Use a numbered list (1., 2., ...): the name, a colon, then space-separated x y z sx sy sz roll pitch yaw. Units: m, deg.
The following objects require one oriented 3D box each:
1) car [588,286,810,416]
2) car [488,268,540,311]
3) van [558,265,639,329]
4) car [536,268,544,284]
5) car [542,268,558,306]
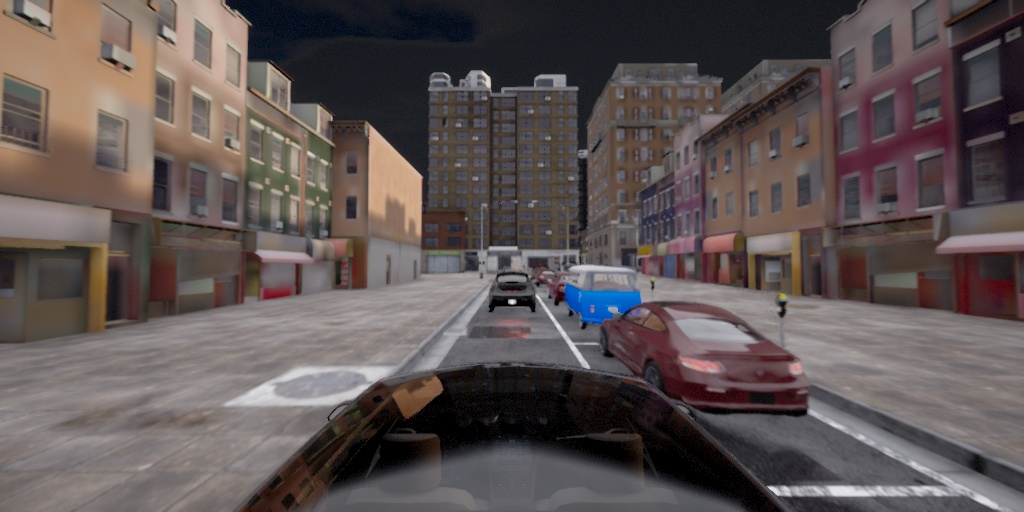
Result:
1. car: 2.642 1.378 5.865 1.802 1.307 4.207 0 0 0
2. car: 0.028 1.414 15.348 1.837 1.490 4.892 0 0 1
3. van: 2.645 1.199 11.303 1.690 1.789 3.998 0 0 0
4. car: 2.654 1.646 27.615 1.802 1.307 4.207 0 0 0
5. car: 2.648 1.468 16.740 1.888 1.381 4.507 0 0 0
